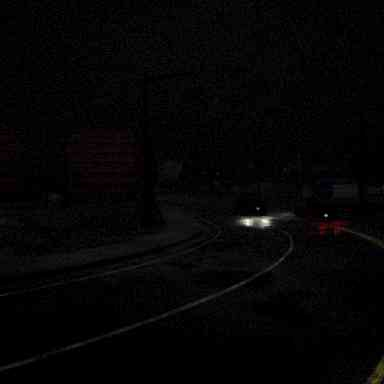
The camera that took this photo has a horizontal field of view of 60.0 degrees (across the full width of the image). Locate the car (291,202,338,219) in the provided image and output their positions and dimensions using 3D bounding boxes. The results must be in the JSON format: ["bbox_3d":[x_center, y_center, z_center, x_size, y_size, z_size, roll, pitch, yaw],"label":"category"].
[{"bbox_3d":[9.721,1.435,26.845,1.895,1.301,4.718,-1,0,-6],"label":"car"}]

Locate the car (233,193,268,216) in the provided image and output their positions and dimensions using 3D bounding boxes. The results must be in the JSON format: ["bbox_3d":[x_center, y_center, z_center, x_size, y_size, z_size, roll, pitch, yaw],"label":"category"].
[{"bbox_3d":[5.486,1.095,31.938,2.150,2.045,5.566,-1,0,-6],"label":"car"}]
